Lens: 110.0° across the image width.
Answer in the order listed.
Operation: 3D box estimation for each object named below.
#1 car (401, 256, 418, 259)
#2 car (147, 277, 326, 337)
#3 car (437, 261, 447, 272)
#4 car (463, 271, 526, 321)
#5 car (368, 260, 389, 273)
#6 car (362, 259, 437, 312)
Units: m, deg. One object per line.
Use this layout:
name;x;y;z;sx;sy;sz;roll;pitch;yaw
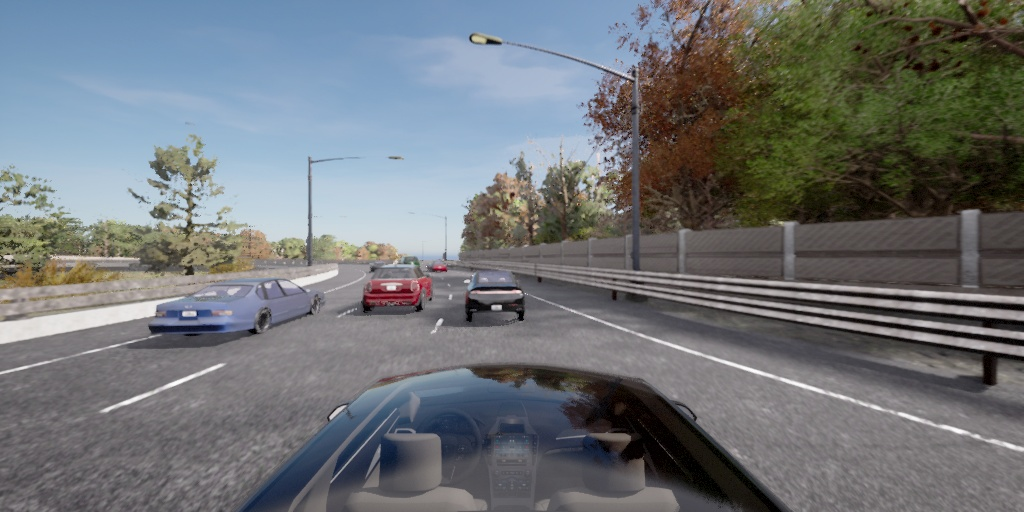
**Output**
car;-13.376;1.055;46.377;2.150;2.045;5.566;0;0;-24
car;-7.418;1.331;10.475;2.033;1.411;5.357;0;0;-5
car;-9.903;1.386;47.224;1.994;1.385;4.181;0;0;-22
car;-0.659;1.252;12.572;2.128;1.511;4.902;0;0;-5
car;-17.500;1.341;46.857;2.128;1.511;4.902;0;0;-25
car;-4.435;1.128;14.538;2.097;1.767;4.553;0;0;-7
